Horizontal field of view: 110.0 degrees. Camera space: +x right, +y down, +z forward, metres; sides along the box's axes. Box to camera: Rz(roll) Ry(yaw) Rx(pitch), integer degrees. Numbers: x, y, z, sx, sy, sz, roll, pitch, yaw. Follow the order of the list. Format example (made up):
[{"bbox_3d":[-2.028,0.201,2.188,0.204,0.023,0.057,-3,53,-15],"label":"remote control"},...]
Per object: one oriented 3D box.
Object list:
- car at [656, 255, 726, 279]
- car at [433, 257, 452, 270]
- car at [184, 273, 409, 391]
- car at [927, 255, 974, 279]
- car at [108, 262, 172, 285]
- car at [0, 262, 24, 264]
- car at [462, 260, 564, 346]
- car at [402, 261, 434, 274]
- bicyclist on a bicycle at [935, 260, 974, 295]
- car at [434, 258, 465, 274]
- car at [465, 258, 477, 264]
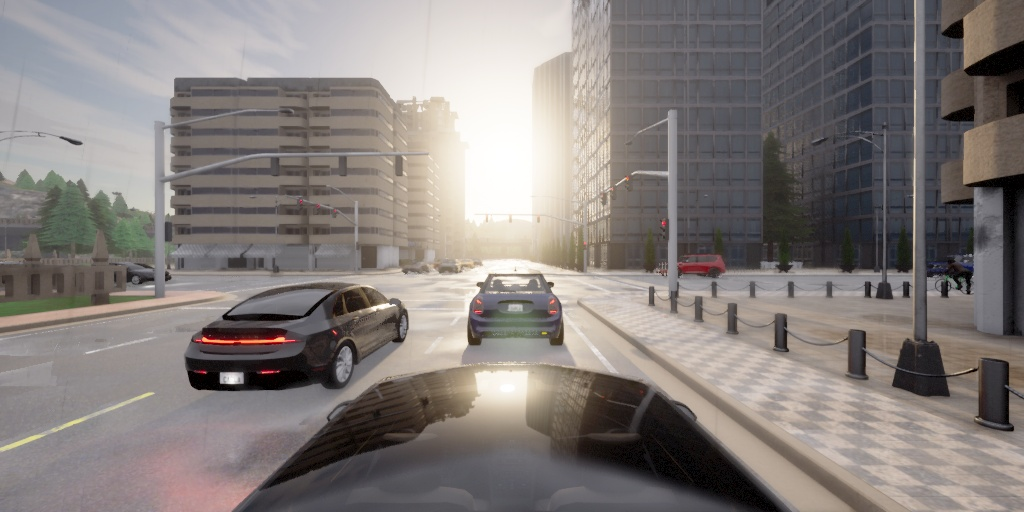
[{"bbox_3d":[15.687,0.915,31.523,5.566,2.045,2.150,0,0,0],"label":"car"},{"bbox_3d":[-10.528,1.101,54.547,2.097,1.767,4.553,0,0,0],"label":"car"},{"bbox_3d":[-3.427,1.255,6.831,1.837,1.490,4.892,0,0,0],"label":"car"},{"bbox_3d":[39.127,0.915,31.352,5.566,2.045,2.150,0,0,1],"label":"car"},{"bbox_3d":[-26.505,1.199,24.902,4.892,1.490,1.837,0,0,4],"label":"car"},{"bbox_3d":[-36.600,1.200,26.293,4.892,1.490,1.837,0,0,15],"label":"car"},{"bbox_3d":[0.090,1.102,9.603,2.097,1.767,4.553,0,0,0],"label":"car"},{"bbox_3d":[-10.773,1.297,40.764,2.033,1.411,5.357,0,0,3],"label":"car"},{"bbox_3d":[21.018,0.996,17.004,0.582,1.620,1.656,0,0,0],"label":"bicyclist on a bicycle"},{"bbox_3d":[-7.052,1.102,40.915,2.097,1.767,4.553,0,0,0],"label":"car"},{"bbox_3d":[-7.028,1.227,55.457,1.882,1.535,5.008,0,0,0],"label":"car"}]
